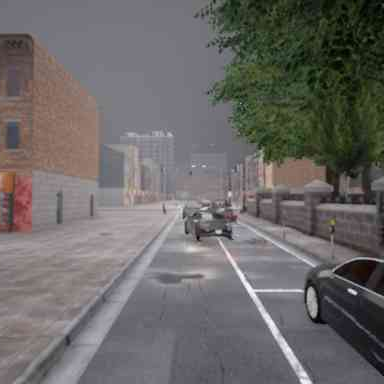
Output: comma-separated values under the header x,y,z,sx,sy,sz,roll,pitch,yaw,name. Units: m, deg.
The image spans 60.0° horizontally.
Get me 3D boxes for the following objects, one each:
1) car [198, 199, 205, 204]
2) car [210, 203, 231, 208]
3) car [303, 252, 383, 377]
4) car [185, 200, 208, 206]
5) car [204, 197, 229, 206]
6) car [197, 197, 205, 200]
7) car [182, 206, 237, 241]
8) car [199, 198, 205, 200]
x,y,z,sx,sy,sz,roll,pitch,yaw,name
2.587,2.596,91.328,1.802,1.307,4.206,0,-1,0,car
2.629,1.835,26.830,1.802,1.307,4.206,1,-1,0,car
3.018,1.544,4.412,1.837,1.490,4.892,0,0,0,car
0.059,1.789,31.168,2.128,1.511,4.902,0,-1,0,car
2.629,1.624,32.281,2.192,1.841,5.009,1,-1,0,car
2.598,2.347,75.018,1.887,1.381,4.507,1,-1,0,car
0.801,1.688,17.650,1.812,1.442,4.674,0,0,-11,car
2.609,2.148,58.707,1.887,1.381,4.507,1,-1,0,car
